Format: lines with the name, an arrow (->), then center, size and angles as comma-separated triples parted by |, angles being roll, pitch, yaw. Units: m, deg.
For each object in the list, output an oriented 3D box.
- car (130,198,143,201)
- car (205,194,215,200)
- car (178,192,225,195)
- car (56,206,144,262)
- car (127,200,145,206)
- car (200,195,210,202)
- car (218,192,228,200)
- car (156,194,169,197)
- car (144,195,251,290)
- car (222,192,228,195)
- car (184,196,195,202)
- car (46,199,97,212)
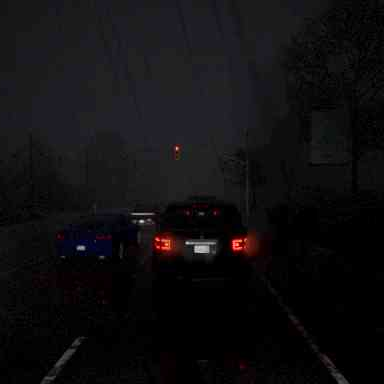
car -> -8.017, 1.564, 48.515 | 1.994, 1.385, 4.181 | 0, 0, 6
car -> 4.873, 1.390, 88.815 | 2.033, 1.411, 5.357 | 0, 0, 11
car -> 0.596, 1.221, 19.560 | 2.150, 2.045, 5.566 | 0, 0, 2
car -> -3.169, 1.478, 12.166 | 1.882, 1.535, 5.008 | 0, 0, 2
car -> -2.806, 1.491, 21.657 | 2.128, 1.511, 4.902 | 0, 0, 2
car -> 3.156, 1.518, 79.013 | 1.812, 1.442, 4.674 | 0, 0, 10
car -> 8.399, 1.093, 88.623 | 2.150, 2.045, 5.566 | 0, 0, 11
car -> -4.486, 1.477, 48.647 | 1.882, 1.535, 5.008 | 0, 0, 6
car -> 0.254, 1.221, 9.228 | 2.150, 2.045, 5.566 | 0, 0, 1
car -> 6.611, 1.350, 78.457 | 2.097, 1.767, 4.553 | 0, 0, 10
car -> -0.512, 1.552, 78.300 | 1.994, 1.385, 4.181 | 0, 0, 9
car -> -13.468, 1.547, 37.370 | 5.357, 1.411, 2.033 | 0, 0, 0
